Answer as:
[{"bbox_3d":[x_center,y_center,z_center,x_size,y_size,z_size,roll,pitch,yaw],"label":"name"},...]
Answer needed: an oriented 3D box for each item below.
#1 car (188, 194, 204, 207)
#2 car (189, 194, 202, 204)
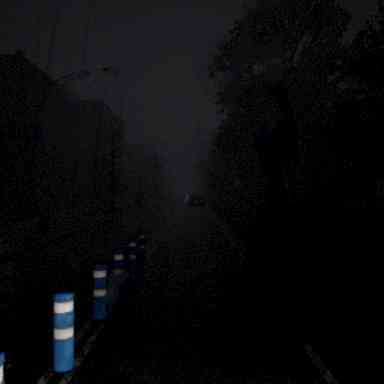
[{"bbox_3d":[0.523,1.145,41.378,1.994,1.385,4.181,0,1,0],"label":"car"},{"bbox_3d":[0.577,1.002,52.843,1.895,1.301,4.718,0,2,1],"label":"car"}]
